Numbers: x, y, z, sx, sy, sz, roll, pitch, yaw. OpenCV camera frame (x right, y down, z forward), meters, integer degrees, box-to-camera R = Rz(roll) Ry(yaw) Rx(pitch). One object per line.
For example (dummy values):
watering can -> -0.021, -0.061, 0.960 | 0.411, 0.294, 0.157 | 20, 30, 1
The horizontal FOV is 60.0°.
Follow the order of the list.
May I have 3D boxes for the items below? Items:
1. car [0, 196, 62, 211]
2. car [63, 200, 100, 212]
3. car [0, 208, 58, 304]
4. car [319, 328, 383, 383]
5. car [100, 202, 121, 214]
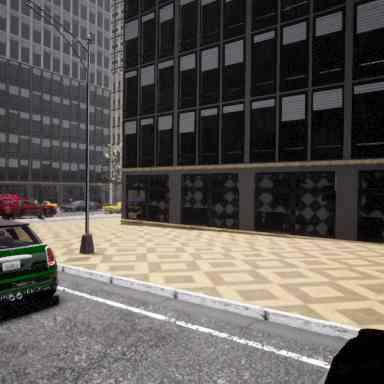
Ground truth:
car -> -14.912, 1.519, 30.138 | 2.192, 1.841, 5.009 | 1, 0, 37
car -> -13.712, 1.745, 41.474 | 2.033, 1.411, 5.357 | 1, 0, 37
car -> -4.984, 1.348, 7.248 | 4.553, 1.767, 2.097 | 0, 0, 36
car -> 3.014, 1.601, 1.529 | 4.718, 1.301, 1.895 | 0, 0, 36
car -> -8.098, 1.830, 39.337 | 1.752, 1.417, 4.829 | 1, 0, 37
